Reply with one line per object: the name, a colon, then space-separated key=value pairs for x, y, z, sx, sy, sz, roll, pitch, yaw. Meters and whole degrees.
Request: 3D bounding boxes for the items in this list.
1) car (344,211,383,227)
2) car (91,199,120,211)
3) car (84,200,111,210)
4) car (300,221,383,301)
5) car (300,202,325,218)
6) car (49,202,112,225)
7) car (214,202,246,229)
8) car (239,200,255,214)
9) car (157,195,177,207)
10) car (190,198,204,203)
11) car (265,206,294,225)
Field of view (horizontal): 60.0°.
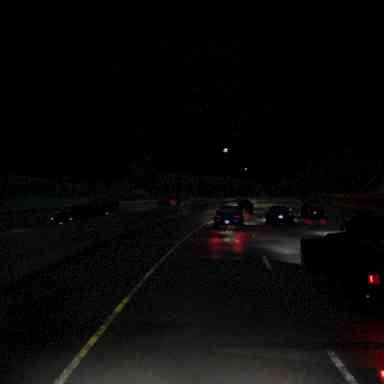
car: x=8.459 y=1.624 z=15.403 sx=1.837 sy=1.490 sz=4.892 roll=0 pitch=0 yaw=7
car: x=-11.078 y=1.705 z=43.055 sx=1.882 sy=1.535 sz=5.008 roll=0 pitch=0 yaw=14
car: x=-13.513 y=1.814 z=47.872 sx=1.994 sy=1.385 sz=4.181 roll=0 pitch=0 yaw=14
car: x=4.145 y=1.665 z=8.385 sx=1.895 sy=1.301 sz=4.718 roll=0 pitch=0 yaw=5
car: x=11.989 y=1.763 z=33.250 sx=1.812 sy=1.442 sz=4.674 roll=0 pitch=0 yaw=13
car: x=-8.075 y=1.670 z=24.193 sx=2.033 sy=1.411 sz=5.357 roll=0 pitch=0 yaw=10
car: x=2.566 y=1.671 z=22.726 sx=1.812 sy=1.442 sz=4.674 roll=0 pitch=0 yaw=10
car: x=6.424 y=1.768 z=40.142 sx=1.837 sy=1.490 sz=4.892 roll=0 pitch=0 yaw=13
car: x=-4.155 y=1.547 z=56.806 sx=2.150 sy=2.045 sz=5.566 roll=0 pitch=0 yaw=14
car: x=0.990 y=1.892 z=63.187 sx=2.128 sy=1.511 sz=4.902 roll=0 pitch=0 yaw=14
car: x=6.694 y=1.739 z=25.587 sx=1.994 sy=1.385 sz=4.181 roll=0 pitch=0 yaw=11
